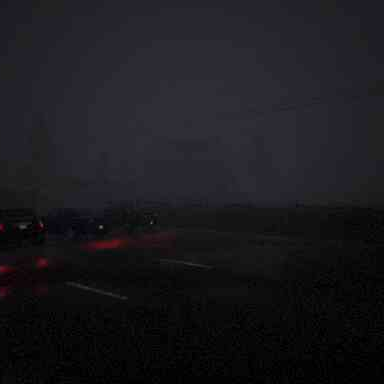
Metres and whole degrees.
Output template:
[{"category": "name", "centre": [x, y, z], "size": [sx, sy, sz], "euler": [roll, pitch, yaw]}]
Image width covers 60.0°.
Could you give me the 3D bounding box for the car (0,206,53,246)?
[{"category": "car", "centre": [-8.242, 1.365, 14.047], "size": [4.553, 1.767, 2.097], "euler": [0, 0, 36]}]

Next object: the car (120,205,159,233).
[{"category": "car", "centre": [-4.201, 1.494, 19.764], "size": [4.902, 1.511, 2.128], "euler": [0, 0, 36]}]

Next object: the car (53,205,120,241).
[{"category": "car", "centre": [-6.234, 1.484, 16.914], "size": [5.008, 1.535, 1.882], "euler": [0, 0, 36]}]
